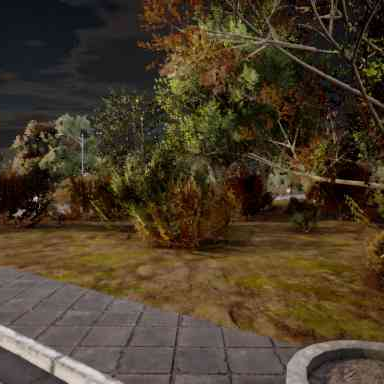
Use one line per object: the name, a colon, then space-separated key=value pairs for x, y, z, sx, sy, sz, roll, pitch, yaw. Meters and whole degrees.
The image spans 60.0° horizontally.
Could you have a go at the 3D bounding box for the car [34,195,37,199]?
car: x=-20.090 y=0.997 z=37.078 sx=2.150 sy=2.045 sz=5.566 roll=0 pitch=0 yaw=32
